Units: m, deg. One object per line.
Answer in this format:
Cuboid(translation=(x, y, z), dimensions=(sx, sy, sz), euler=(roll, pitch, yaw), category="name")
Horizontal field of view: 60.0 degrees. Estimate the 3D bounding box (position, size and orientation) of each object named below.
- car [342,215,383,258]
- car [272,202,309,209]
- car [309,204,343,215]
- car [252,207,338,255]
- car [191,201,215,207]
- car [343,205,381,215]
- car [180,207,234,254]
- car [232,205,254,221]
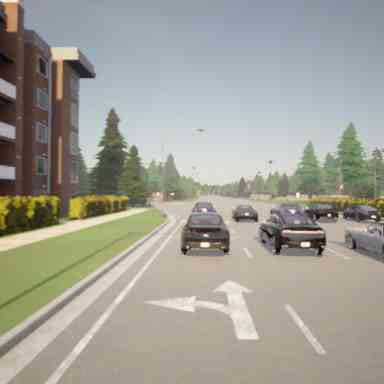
Cuboid(translation=(7.500, 1.774, 12.460), dimensions=(1.895, 1.301, 4.718), euler=(1, 0, 2), category="car")
Cuboid(translation=(8.135, 1.651, 28.849), dimensions=(2.097, 1.767, 4.553), euler=(1, 0, 2), category="car")
Cuboid(translation=(11.709, 1.828, 30.560), dimensions=(1.882, 1.535, 5.008), euler=(1, 0, 2), category="car")
Cuboid(translation=(4.063, 1.638, 14.034), dimensions=(2.128, 1.511, 4.902), euler=(1, 0, 2), category="car")
Cuboid(translation=(0.991, 1.574, 29.131), dimensions=(2.097, 1.767, 4.553), euler=(1, 0, 0), category="car")
Cuboid(translation=(15.177, 1.909, 29.882), dimensions=(1.812, 1.442, 4.674), euler=(1, 0, 2), category="car")
Cuboid(translation=(0.561, 1.614, 14.056), dimensions=(1.837, 1.490, 4.892), euler=(1, 0, 2), category="car")
Cuboid(translation=(4.666, 1.830, 29.677), dimensions=(1.994, 1.385, 4.181), euler=(1, 0, 2), category="car")
